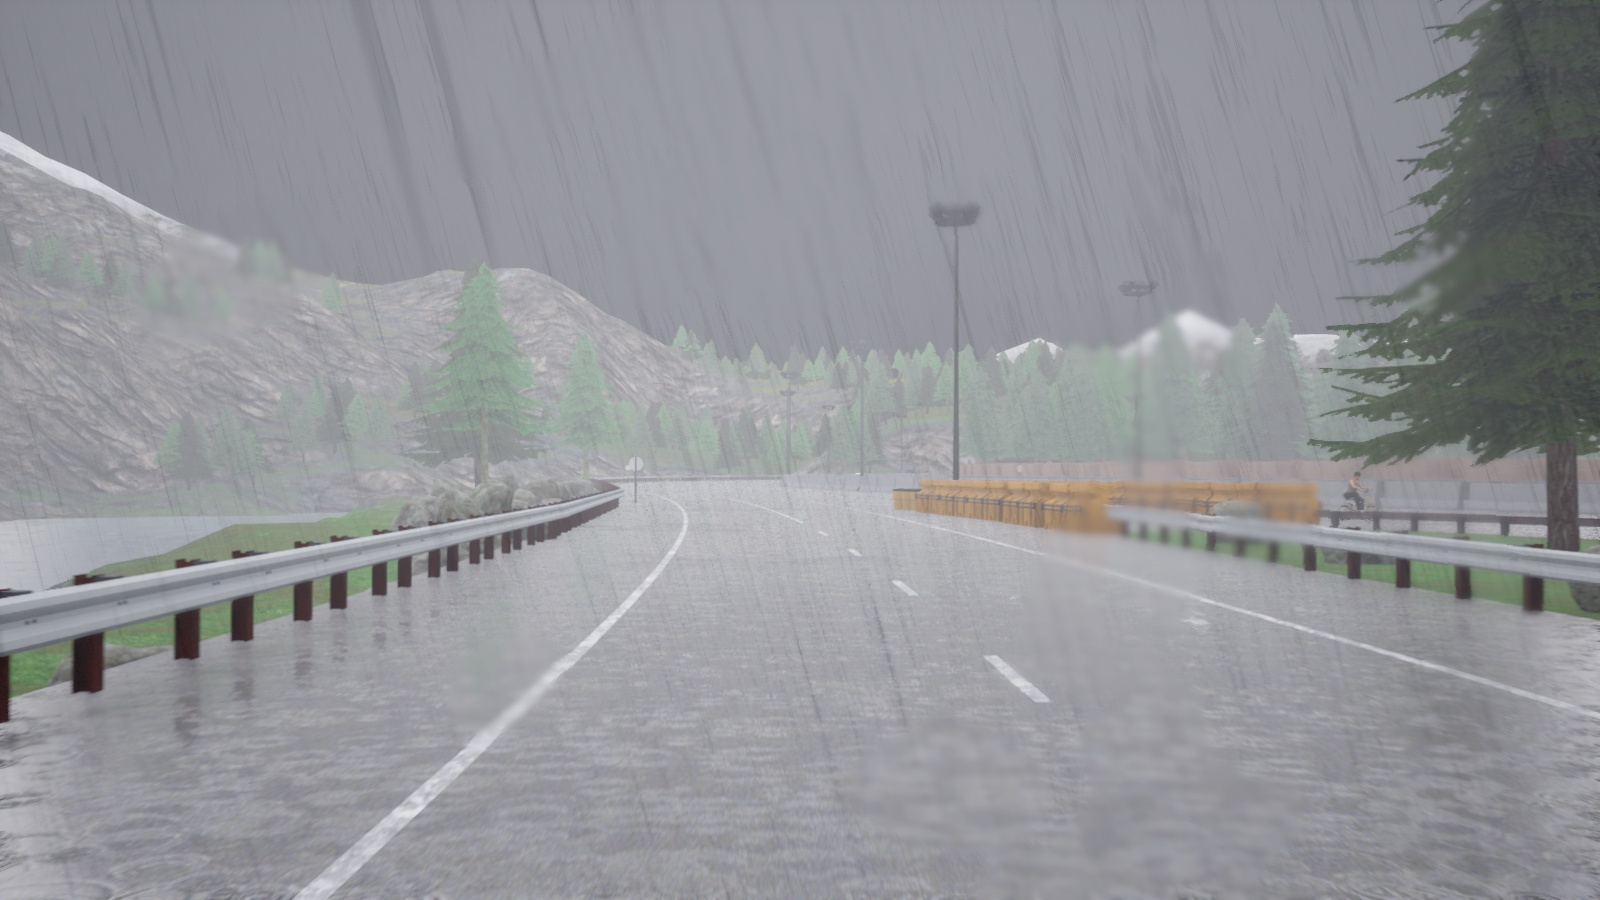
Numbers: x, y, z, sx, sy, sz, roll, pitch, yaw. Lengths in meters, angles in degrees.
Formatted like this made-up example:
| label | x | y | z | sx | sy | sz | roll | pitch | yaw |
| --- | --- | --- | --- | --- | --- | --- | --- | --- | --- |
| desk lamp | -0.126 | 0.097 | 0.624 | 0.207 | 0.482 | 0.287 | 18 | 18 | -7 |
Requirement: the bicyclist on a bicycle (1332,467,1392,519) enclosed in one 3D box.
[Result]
| label | x | y | z | sx | sy | sz | roll | pitch | yaw |
| --- | --- | --- | --- | --- | --- | --- | --- | --- | --- |
| bicyclist on a bicycle | 17.884 | 1.348 | 39.987 | 0.866 | 1.612 | 1.509 | 1 | -1 | -37 |
